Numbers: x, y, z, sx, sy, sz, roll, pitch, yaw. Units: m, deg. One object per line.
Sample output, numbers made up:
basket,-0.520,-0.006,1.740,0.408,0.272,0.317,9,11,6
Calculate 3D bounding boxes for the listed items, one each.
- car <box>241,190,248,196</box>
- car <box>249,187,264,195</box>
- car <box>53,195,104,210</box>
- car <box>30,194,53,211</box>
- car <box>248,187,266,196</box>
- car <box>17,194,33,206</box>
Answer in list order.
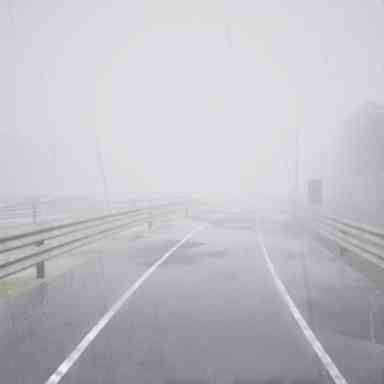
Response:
car,13.061,0.172,77.627,1.812,1.442,4.674,1,1,33
car,17.965,-0.396,91.770,2.150,2.045,5.566,1,1,33
car,-11.077,1.121,33.436,2.097,1.767,4.553,1,2,33
car,-14.001,1.206,35.363,1.882,1.535,5.008,1,2,33
car,14.928,0.252,74.051,2.128,1.511,4.902,1,2,33
car,-16.972,1.037,37.209,2.097,1.767,4.553,1,2,33
